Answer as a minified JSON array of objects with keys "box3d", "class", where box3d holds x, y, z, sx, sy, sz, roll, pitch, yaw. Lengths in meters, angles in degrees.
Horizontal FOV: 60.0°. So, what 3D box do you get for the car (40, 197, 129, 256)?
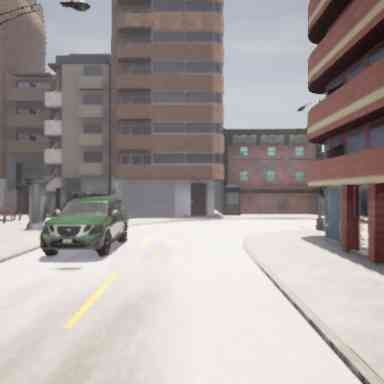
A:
[{"box3d":[-4.003,1.230,13.432,2.150,2.045,5.566,0,0,0],"class":"car"}]
